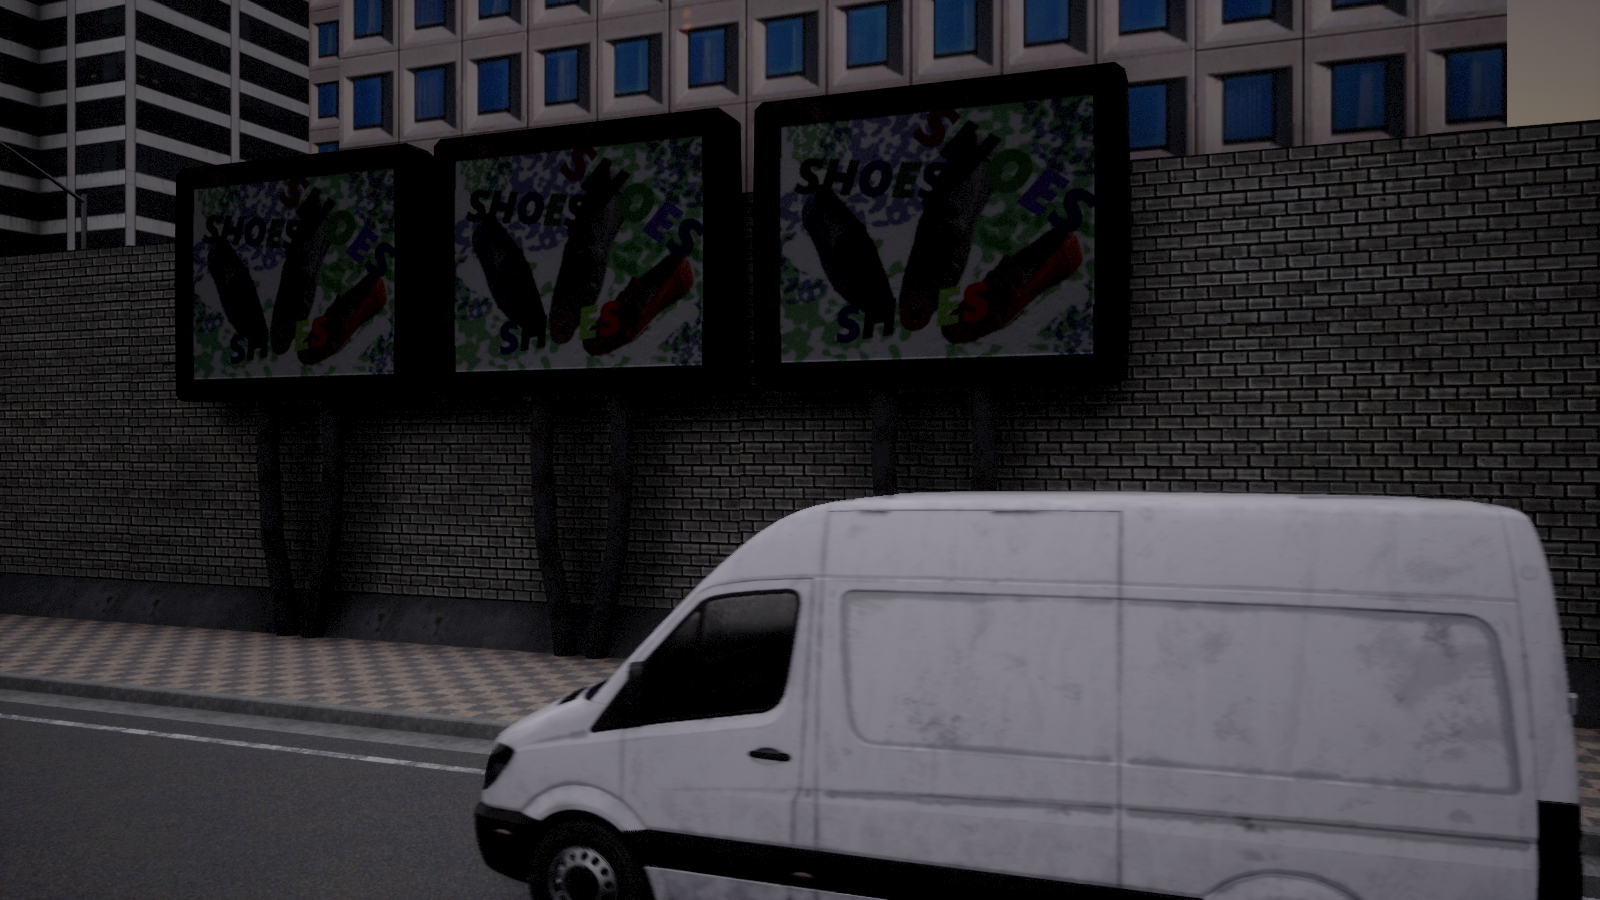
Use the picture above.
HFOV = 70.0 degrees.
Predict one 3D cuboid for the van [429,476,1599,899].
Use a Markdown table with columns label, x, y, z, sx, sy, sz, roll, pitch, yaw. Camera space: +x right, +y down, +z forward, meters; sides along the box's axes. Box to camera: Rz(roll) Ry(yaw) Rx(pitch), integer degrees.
| label | x | y | z | sx | sy | sz | roll | pitch | yaw |
| --- | --- | --- | --- | --- | --- | --- | --- | --- | --- |
| van | 0.926 | 1.479 | 6.639 | 5.915 | 2.561 | 1.988 | 0 | 0 | 21 |
